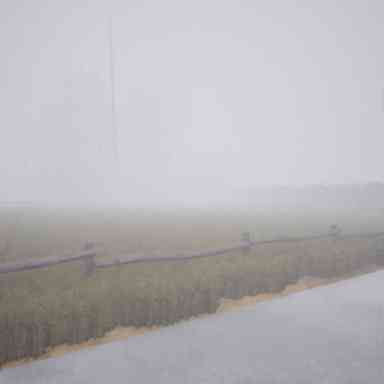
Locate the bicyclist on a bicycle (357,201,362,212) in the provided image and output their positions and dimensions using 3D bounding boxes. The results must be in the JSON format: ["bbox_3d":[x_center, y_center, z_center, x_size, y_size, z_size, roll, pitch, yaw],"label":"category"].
[{"bbox_3d":[20.486,1.893,40.476,1.656,1.620,0.582,1,-1,-36],"label":"bicyclist on a bicycle"}]

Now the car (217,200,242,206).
[{"bbox_3d":[5.981,2.107,54.910,2.033,1.411,5.357,1,-1,-37],"label":"car"}]

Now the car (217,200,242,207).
[{"bbox_3d":[7.366,2.265,65.371,4.718,1.301,1.895,1,-1,-35],"label":"car"}]
